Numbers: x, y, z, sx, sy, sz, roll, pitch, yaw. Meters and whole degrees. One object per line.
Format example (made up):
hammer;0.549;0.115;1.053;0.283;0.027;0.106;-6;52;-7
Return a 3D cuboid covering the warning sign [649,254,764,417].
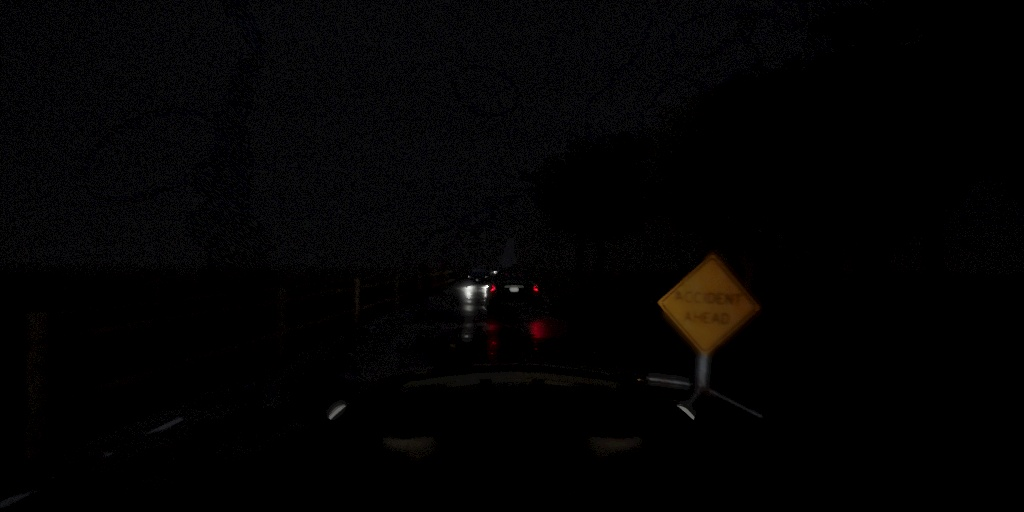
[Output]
warning sign;2.450;0.903;4.674;1.300;1.860;1.060;0;0;0

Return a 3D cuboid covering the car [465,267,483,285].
car;-2.842;1.718;31.505;1.812;1.442;4.674;0;-1;0

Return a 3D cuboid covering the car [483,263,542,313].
car;0.090;1.296;15.286;2.097;1.767;4.553;0;-1;0
